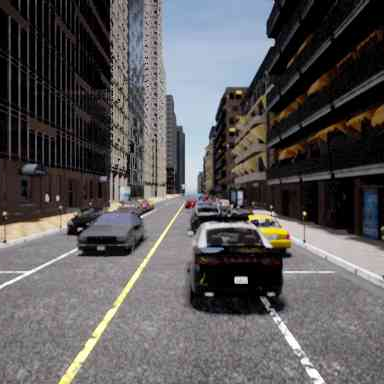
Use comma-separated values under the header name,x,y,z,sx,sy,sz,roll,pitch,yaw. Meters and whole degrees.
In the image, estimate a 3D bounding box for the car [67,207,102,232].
name,x,y,z,sx,sy,sz,roll,pitch,yaw
car,-5.684,1.553,19.172,1.947,1.339,4.313,0,0,0

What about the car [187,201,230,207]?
name,x,y,z,sx,sy,sz,roll,pitch,yaw
car,0.817,1.493,18.585,1.837,1.490,4.892,0,0,0

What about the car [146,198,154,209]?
name,x,y,z,sx,sy,sz,roll,pitch,yaw
car,-5.679,1.421,36.119,1.967,1.590,4.097,0,0,0

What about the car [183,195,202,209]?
name,x,y,z,sx,sy,sz,roll,pitch,yaw
car,0.056,1.544,45.732,1.994,1.385,4.181,0,0,1

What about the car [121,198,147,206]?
name,x,y,z,sx,sy,sz,roll,pitch,yaw
car,-5.680,1.533,30.469,2.008,1.369,4.403,0,0,0

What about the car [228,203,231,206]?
name,x,y,z,sx,sy,sz,roll,pitch,yaw
car,2.697,1.553,19.170,1.947,1.339,4.313,0,0,0

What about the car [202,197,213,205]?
name,x,y,z,sx,sy,sz,roll,pitch,yaw
car,2.708,1.560,58.710,1.802,1.307,4.206,0,0,0

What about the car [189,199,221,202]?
name,x,y,z,sx,sy,sz,roll,pitch,yaw
car,0.907,1.490,24.585,1.837,1.490,4.892,0,0,0

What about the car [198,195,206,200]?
name,x,y,z,sx,sy,sz,roll,pitch,yaw
car,2.718,1.554,92.601,1.947,1.339,4.313,0,0,0

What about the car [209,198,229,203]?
name,x,y,z,sx,sy,sz,roll,pitch,yaw
car,2.700,1.533,30.467,2.008,1.369,4.403,0,0,0

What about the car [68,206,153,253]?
name,x,y,z,sx,sy,sz,roll,pitch,yaw
car,-3.096,1.537,13.985,2.033,1.411,5.357,0,0,0

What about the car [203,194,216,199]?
name,x,y,z,sx,sy,sz,roll,pitch,yaw
car,2.703,1.420,41.764,1.967,1.590,4.097,0,0,0

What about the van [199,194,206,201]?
name,x,y,z,sx,sy,sz,roll,pitch,yaw
van,2.716,1.326,86.952,1.690,1.788,3.998,0,0,0

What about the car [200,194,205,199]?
name,x,y,z,sx,sy,sz,roll,pitch,yaw
car,2.707,1.294,53.061,2.192,1.841,5.009,0,0,0

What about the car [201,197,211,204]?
name,x,y,z,sx,sy,sz,roll,pitch,yaw
car,2.710,1.559,64.359,1.802,1.307,4.206,0,0,0

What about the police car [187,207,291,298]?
name,x,y,z,sx,sy,sz,roll,pitch,yaw
police car,0.903,1.418,8.694,1.930,1.638,5.238,0,0,0
